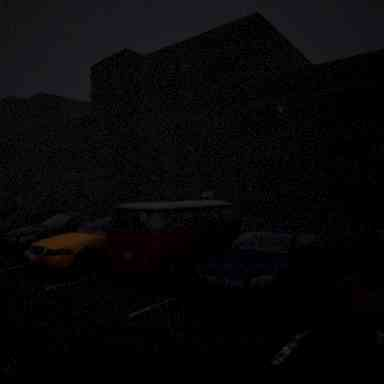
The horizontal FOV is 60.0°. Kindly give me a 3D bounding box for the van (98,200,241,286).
[{"bbox_3d":[-0.205,1.237,9.524,1.878,1.987,4.442,0,0,37],"label":"van"}]

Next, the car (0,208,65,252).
[{"bbox_3d":[-4.608,1.474,12.757,2.002,1.452,4.674,0,0,38],"label":"car"}]

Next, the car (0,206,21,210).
[{"bbox_3d":[-6.769,1.445,14.428,2.163,1.488,4.792,1,0,39],"label":"car"}]

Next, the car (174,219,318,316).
[{"bbox_3d":[1.901,1.514,7.810,2.002,1.452,4.674,0,0,37],"label":"car"}]

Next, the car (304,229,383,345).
[{"bbox_3d":[4.000,1.513,6.249,2.163,1.488,4.792,0,0,36],"label":"car"}]

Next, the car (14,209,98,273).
[{"bbox_3d":[-2.566,1.446,10.936,1.946,1.575,5.366,0,0,38],"label":"car"}]
